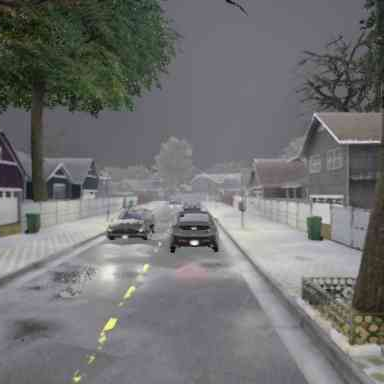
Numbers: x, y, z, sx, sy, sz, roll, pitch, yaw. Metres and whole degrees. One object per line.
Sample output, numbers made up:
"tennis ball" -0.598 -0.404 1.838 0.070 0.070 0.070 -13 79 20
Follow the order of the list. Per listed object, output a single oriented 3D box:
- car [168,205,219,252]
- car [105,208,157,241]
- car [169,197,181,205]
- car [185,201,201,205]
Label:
"car" 0.072 1.512 13.947 1.837 1.490 4.892 0 0 0
"car" -2.876 1.558 16.965 2.033 1.411 5.357 0 0 0
"car" -2.893 1.612 58.124 1.994 1.385 4.181 0 0 0
"car" 0.036 1.628 36.344 1.895 1.301 4.718 0 0 0
